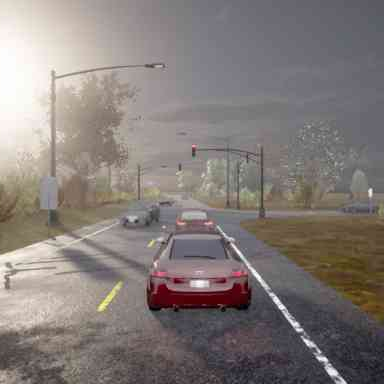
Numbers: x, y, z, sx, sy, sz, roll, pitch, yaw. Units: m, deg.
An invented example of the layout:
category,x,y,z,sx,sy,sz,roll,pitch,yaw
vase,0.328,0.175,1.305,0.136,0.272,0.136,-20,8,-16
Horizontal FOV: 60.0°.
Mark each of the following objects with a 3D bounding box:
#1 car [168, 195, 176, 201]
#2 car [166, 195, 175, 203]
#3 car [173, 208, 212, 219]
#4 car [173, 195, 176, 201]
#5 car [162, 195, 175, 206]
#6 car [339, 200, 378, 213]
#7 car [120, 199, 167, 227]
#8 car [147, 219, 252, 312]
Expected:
category,x,y,z,sx,sy,sz,roll,pitch,yaw
car,-4.969,1.484,83.162,1.882,1.535,5.008,0,0,-2
car,-4.607,1.482,72.715,1.882,1.535,5.008,0,0,-2
car,0.061,1.526,16.544,1.812,1.442,4.674,0,0,-2
car,-4.366,1.567,62.340,1.994,1.385,4.181,0,0,-1
car,-4.158,1.603,53.151,1.895,1.301,4.718,0,0,-1
car,18.679,1.577,36.992,4.181,1.385,1.994,0,0,1
car,-3.446,1.492,22.956,2.128,1.511,4.902,0,0,7
car,0.099,1.564,7.784,1.994,1.385,4.181,0,0,-1
